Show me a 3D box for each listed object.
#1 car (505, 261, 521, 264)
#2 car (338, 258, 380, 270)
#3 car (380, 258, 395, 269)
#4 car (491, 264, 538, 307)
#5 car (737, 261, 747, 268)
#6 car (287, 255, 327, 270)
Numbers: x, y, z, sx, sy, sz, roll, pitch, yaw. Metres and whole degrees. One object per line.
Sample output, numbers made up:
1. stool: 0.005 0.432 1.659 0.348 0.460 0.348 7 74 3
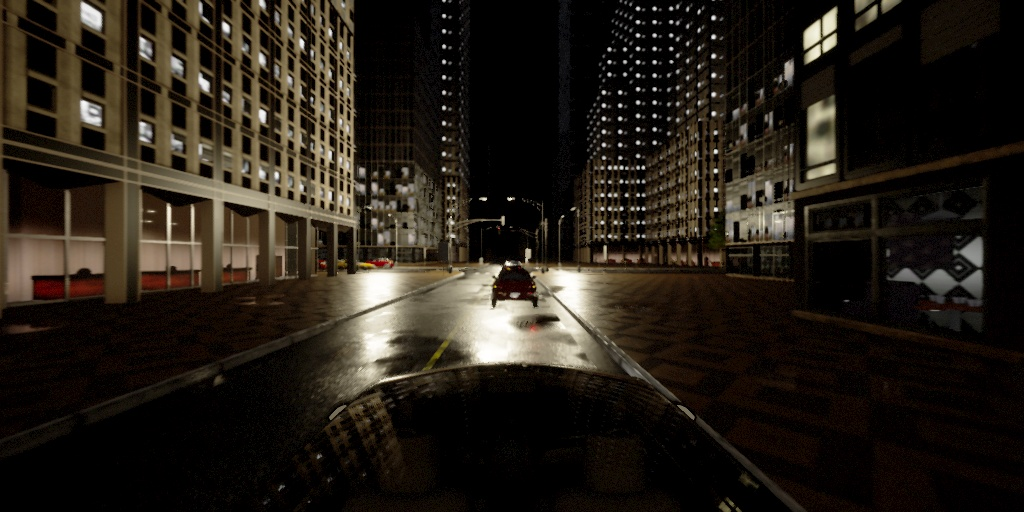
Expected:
1. car: 0.088 1.186 31.388 2.128 1.511 4.902 0 0 0
2. car: -18.917 1.088 43.194 4.829 1.417 1.751 0 0 -1
3. car: -19.231 1.018 51.829 4.097 1.591 1.967 0 0 -1
4. car: 0.095 1.252 15.335 1.812 1.442 4.674 0 0 0
5. car: 35.949 1.152 52.625 5.009 1.841 2.192 0 0 -1
6. car: -24.765 0.844 43.125 5.009 1.841 2.192 0 0 -1
